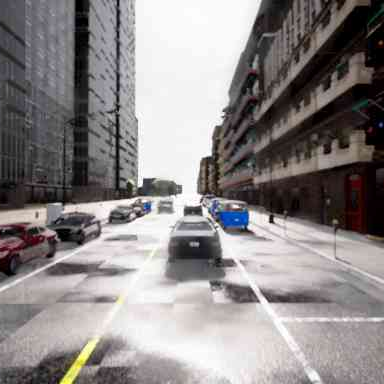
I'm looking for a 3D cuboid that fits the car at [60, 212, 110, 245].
[{"bbox_3d":[-5.680,1.668,16.229,1.947,1.339,4.313,1,0,0],"label":"car"}]

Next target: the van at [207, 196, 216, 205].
[{"bbox_3d":[2.706,1.543,33.192,1.690,1.788,3.998,1,0,0],"label":"van"}]

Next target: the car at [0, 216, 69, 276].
[{"bbox_3d":[-5.681,1.650,10.581,1.802,1.307,4.206,1,0,0],"label":"car"}]

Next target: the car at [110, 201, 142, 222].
[{"bbox_3d":[-5.678,1.720,27.521,2.008,1.369,4.403,1,0,0],"label":"car"}]

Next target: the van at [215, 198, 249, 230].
[{"bbox_3d":[2.704,1.477,21.899,1.690,1.788,3.998,1,0,0],"label":"van"}]

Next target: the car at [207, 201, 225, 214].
[{"bbox_3d":[2.704,1.816,38.837,1.802,1.307,4.206,1,0,0],"label":"car"}]

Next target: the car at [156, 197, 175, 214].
[{"bbox_3d":[-3.089,1.741,39.627,1.837,1.490,4.892,0,0,0],"label":"car"}]

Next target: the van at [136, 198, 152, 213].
[{"bbox_3d":[-5.674,1.575,38.814,1.690,1.788,3.998,1,0,0],"label":"van"}]

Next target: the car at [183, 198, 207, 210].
[{"bbox_3d":[0.099,1.691,32.698,2.128,1.511,4.902,0,0,0],"label":"car"}]

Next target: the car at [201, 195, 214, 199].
[{"bbox_3d":[3.008,1.552,56.724,2.150,2.045,5.566,0,0,0],"label":"car"}]

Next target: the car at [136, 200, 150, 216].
[{"bbox_3d":[-5.678,1.784,33.167,1.802,1.307,4.206,1,0,0],"label":"car"}]

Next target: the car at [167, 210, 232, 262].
[{"bbox_3d":[0.087,1.627,12.477,2.033,1.411,5.357,0,0,0],"label":"car"}]

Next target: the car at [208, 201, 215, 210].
[{"bbox_3d":[2.703,1.720,27.545,2.008,1.369,4.403,1,0,0],"label":"car"}]

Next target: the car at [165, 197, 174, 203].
[{"bbox_3d":[-5.670,1.980,83.811,1.752,1.417,4.829,1,0,0],"label":"car"}]

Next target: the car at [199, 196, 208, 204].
[{"bbox_3d":[2.711,1.869,78.364,1.967,1.590,4.097,1,0,0],"label":"car"}]

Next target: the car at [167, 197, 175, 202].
[{"bbox_3d":[-5.669,2.030,89.628,2.008,1.369,4.403,1,0,0],"label":"car"}]
